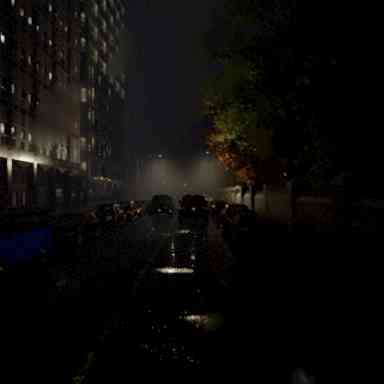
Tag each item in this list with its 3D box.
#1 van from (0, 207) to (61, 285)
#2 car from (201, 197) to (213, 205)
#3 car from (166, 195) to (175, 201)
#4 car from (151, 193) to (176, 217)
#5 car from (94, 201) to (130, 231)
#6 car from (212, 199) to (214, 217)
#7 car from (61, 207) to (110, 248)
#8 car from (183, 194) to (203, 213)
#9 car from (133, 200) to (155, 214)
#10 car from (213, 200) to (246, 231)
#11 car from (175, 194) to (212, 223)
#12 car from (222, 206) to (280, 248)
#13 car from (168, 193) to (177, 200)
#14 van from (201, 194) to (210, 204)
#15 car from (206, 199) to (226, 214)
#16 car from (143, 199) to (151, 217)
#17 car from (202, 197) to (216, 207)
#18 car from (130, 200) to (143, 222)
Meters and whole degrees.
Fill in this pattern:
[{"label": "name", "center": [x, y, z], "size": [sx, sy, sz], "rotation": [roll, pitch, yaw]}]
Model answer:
[{"label": "van", "center": [-5.304, 1.345, 9.142], "size": [1.690, 1.788, 3.998], "rotation": [0, 0, 0]}, {"label": "car", "center": [2.629, 1.558, 59.035], "size": [1.887, 1.381, 4.507], "rotation": [0, 0, 0]}, {"label": "car", "center": [-5.227, 1.448, 81.226], "size": [1.967, 1.590, 4.097], "rotation": [0, 0, 0]}, {"label": "car", "center": [-2.816, 1.233, 31.488], "size": [2.150, 2.045, 5.566], "rotation": [0, 0, 0]}, {"label": "car", "center": [-5.293, 1.449, 20.231], "size": [1.967, 1.590, 4.097], "rotation": [0, 0, 0]}, {"label": "car", "center": [2.600, 1.578, 31.308], "size": [1.947, 1.339, 4.313], "rotation": [0, 0, 0]}, {"label": "car", "center": [-5.299, 1.558, 14.687], "size": [2.008, 1.369, 4.403], "rotation": [0, 0, 0]}, {"label": "car", "center": [0.108, 1.236, 39.142], "size": [2.150, 2.045, 5.566], "rotation": [0, 0, 0]}, {"label": "car", "center": [-5.275, 1.594, 36.866], "size": [1.802, 1.307, 4.206], "rotation": [0, 0, 0]}, {"label": "car", "center": [2.588, 1.449, 20.218], "size": [1.967, 1.590, 4.097], "rotation": [0, 0, 0]}, {"label": "car", "center": [0.110, 1.234, 25.397], "size": [2.150, 2.045, 5.566], "rotation": [0, 0, 0]}, {"label": "car", "center": [2.582, 1.552, 14.673], "size": [1.887, 1.381, 4.507], "rotation": [0, 0, 0]}, {"label": "car", "center": [-5.284, 1.317, 92.313], "size": [2.192, 1.841, 5.009], "rotation": [0, 0, 0]}, {"label": "van", "center": [2.636, 1.354, 64.581], "size": [1.690, 1.788, 3.998], "rotation": [0, 0, 0]}, {"label": "car", "center": [2.606, 1.557, 36.854], "size": [1.887, 1.381, 4.507], "rotation": [0, 0, 0]}, {"label": "car", "center": [-5.281, 1.537, 31.151], "size": [1.752, 1.417, 4.829], "rotation": [0, 0, 0]}, {"label": "car", "center": [2.624, 1.565, 53.489], "size": [2.008, 1.369, 4.403], "rotation": [0, 0, 0]}, {"label": "car", "center": [-5.287, 1.450, 25.776], "size": [1.967, 1.590, 4.097], "rotation": [0, 0, 0]}]
